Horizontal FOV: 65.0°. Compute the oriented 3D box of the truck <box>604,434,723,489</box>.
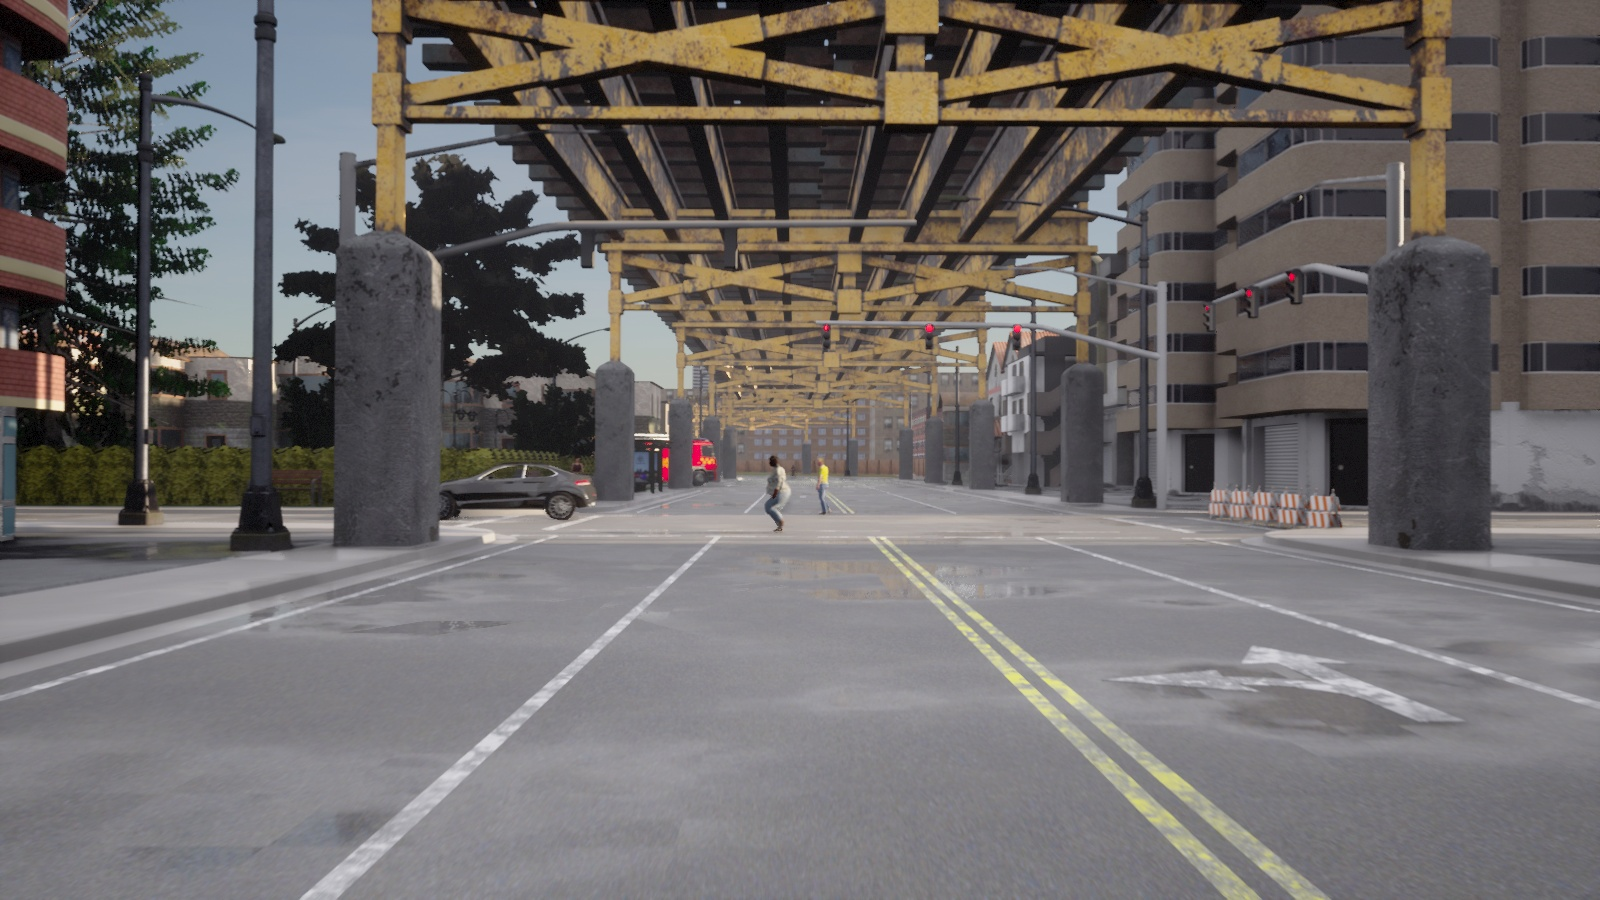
[{"bbox_3d":[-9.942,0.833,92.091,8.468,3.827,2.891,0,-1,-40],"label":"truck"}]

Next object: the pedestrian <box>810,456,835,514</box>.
[{"bbox_3d":[0.714,1.110,39.881,0.706,1.836,0.354,0,-1,17],"label":"pedestrian"}]

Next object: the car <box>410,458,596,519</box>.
[{"bbox_3d":[-8.465,1.084,36.210,5.027,1.651,2.152,0,-1,-8],"label":"car"}]

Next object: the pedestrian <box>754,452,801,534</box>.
[{"bbox_3d":[-0.518,0.982,29.074,0.900,1.855,0.874,0,-1,12],"label":"pedestrian"}]
